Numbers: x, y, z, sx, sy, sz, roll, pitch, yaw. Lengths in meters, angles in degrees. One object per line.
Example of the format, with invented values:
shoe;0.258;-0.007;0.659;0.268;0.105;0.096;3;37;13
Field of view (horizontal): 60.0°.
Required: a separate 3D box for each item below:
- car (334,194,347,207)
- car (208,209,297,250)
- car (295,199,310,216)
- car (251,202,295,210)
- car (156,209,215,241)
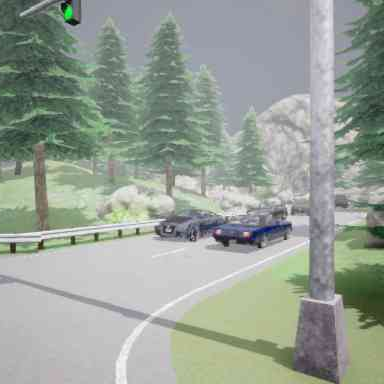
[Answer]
car;18.811;1.318;45.128;2.150;2.045;5.566;3;-1;-7
car;2.852;1.639;14.680;1.895;1.301;4.718;0;0;35
car;11.313;1.520;33.691;1.837;1.490;4.892;0;0;28
car;5.713;1.507;25.145;2.128;1.511;4.902;0;0;35
car;0.052;1.579;16.969;1.994;1.385;4.181;0;0;35
